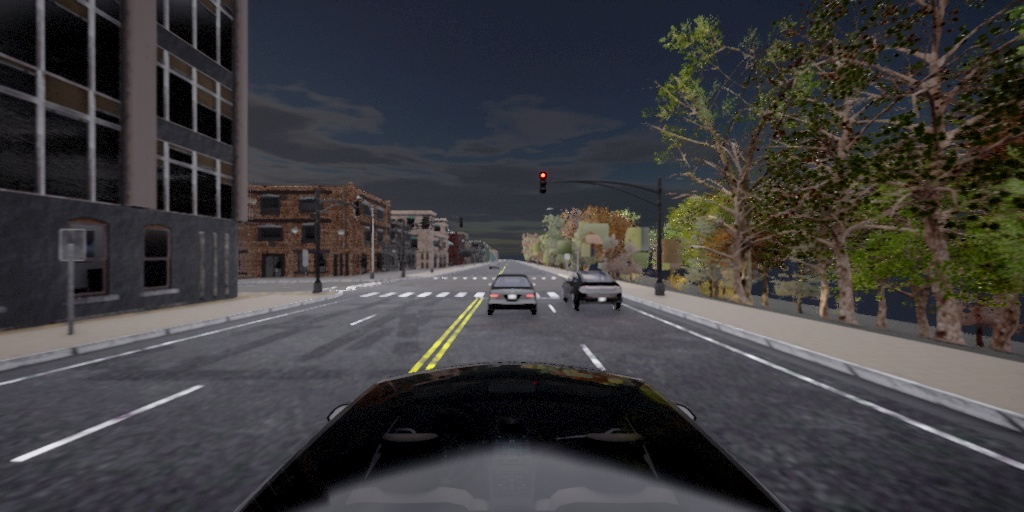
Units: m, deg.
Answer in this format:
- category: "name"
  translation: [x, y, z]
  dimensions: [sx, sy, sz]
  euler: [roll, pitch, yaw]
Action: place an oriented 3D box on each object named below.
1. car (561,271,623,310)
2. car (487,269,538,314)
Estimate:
- category: "car"
  translation: [3.266, 1.373, 15.348]
  dimensions: [2.128, 1.511, 4.902]
  euler: [0, 0, 0]
- category: "car"
  translation: [-0.004, 1.419, 14.378]
  dimensions: [2.033, 1.411, 5.357]
  euler: [0, -1, 0]
